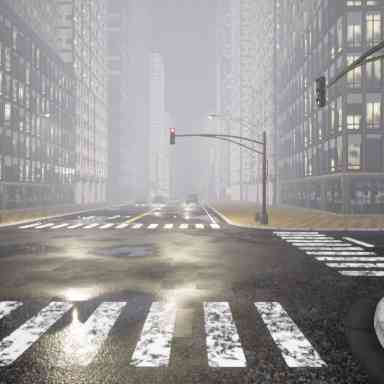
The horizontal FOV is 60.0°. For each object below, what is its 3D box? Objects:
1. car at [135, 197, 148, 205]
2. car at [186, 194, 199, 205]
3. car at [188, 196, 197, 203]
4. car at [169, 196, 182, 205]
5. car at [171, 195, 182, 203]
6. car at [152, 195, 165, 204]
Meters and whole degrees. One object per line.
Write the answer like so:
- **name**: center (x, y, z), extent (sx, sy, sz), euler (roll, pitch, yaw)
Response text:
- **car**: center (-9.653, 1.664, 64.314), extent (2.033, 1.411, 5.357), euler (0, 0, 0)
- **car**: center (0.091, 1.323, 60.163), extent (2.150, 2.045, 5.566), euler (0, 0, 0)
- **car**: center (0.107, 1.541, 70.550), extent (1.994, 1.385, 4.181), euler (0, 0, 0)
- **car**: center (-3.159, 1.702, 60.167), extent (1.895, 1.301, 4.718), euler (0, 0, 0)
- **car**: center (-3.144, 1.495, 70.139), extent (2.128, 1.511, 4.902), euler (0, 0, 0)
- **car**: center (-6.403, 1.468, 64.340), extent (2.097, 1.767, 4.553), euler (0, 0, 0)
